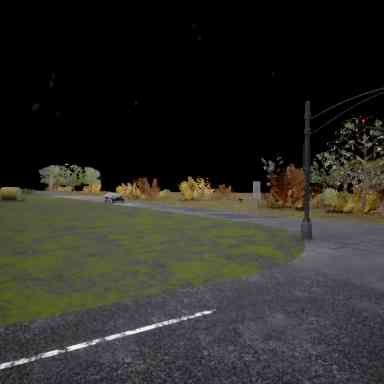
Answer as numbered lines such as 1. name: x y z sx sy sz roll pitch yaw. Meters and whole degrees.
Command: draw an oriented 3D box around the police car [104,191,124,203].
1. police car: -11.650 0.744 49.739 1.930 1.638 5.238 1 0 -32
